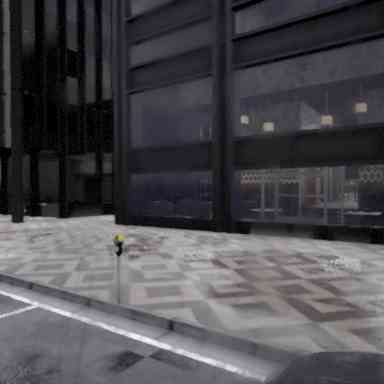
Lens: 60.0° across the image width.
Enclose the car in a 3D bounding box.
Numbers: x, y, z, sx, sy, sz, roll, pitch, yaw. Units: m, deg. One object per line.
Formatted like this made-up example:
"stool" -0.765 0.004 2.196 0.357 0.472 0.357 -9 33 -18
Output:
"car" 2.303 1.518 1.425 4.403 1.369 2.008 0 1 34
